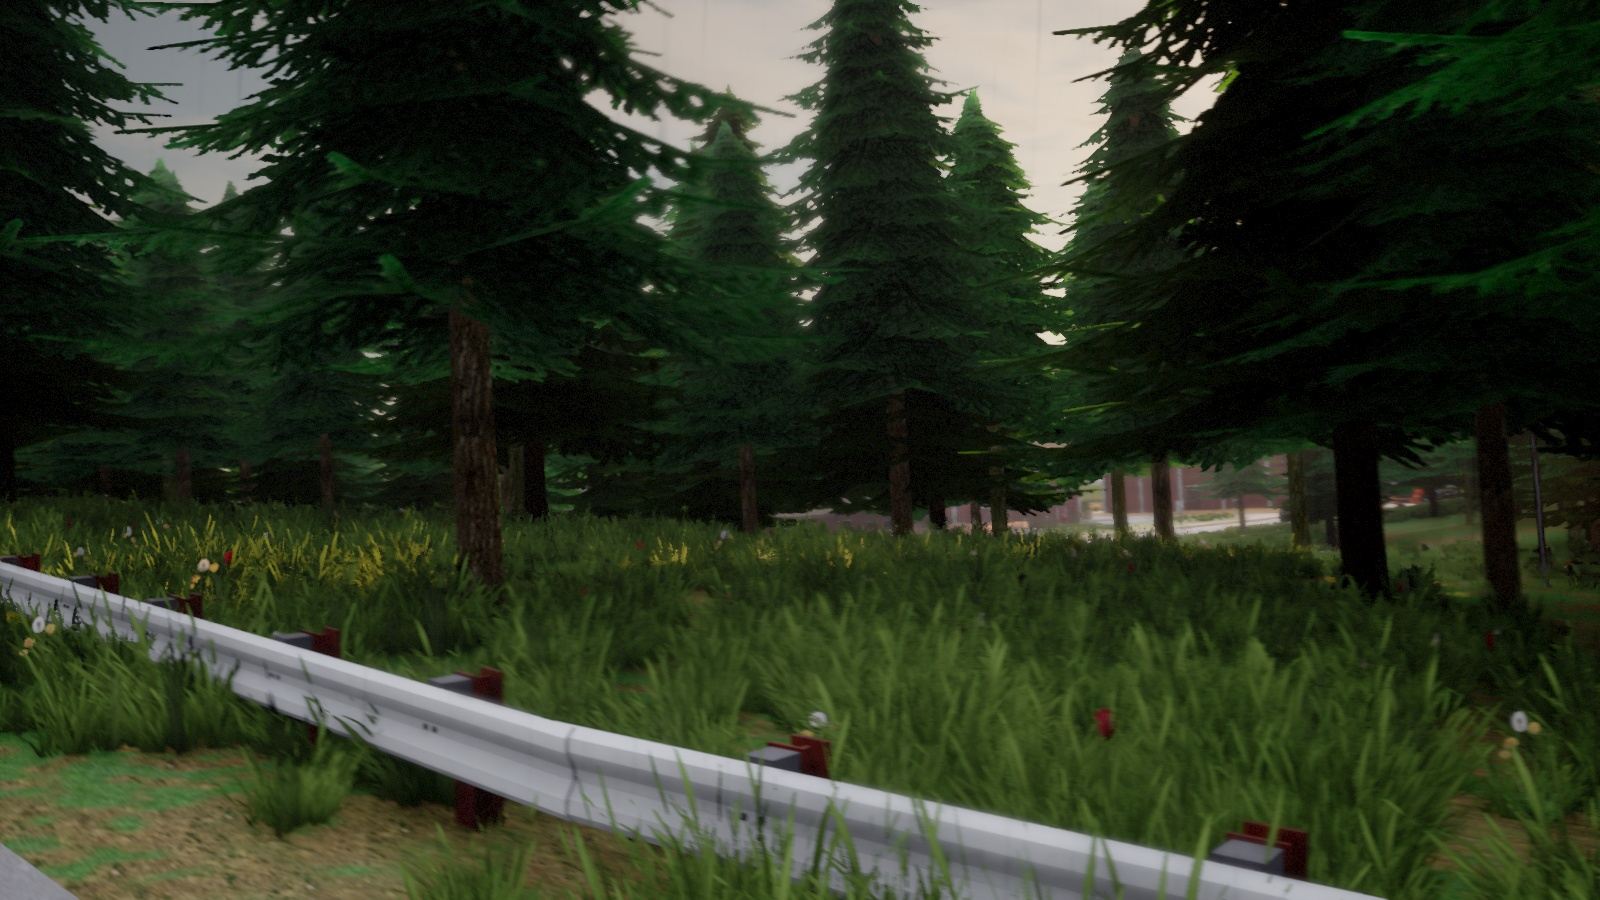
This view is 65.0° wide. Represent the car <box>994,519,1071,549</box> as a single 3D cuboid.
[{"bbox_3d":[15.233,5.480,82.099,4.902,1.511,2.128,-3,-3,-38],"label":"car"}]
